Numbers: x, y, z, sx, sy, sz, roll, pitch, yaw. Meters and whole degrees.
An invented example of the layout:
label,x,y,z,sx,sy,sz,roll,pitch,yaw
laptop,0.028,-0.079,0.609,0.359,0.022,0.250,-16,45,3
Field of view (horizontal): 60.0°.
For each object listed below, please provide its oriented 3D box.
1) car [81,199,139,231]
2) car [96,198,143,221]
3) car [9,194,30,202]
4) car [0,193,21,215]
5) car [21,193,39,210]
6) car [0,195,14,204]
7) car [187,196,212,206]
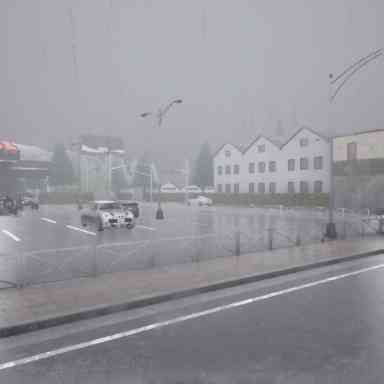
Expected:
label,x,y,z,sx,sy,sz,roll,pitch,yaw
car,-4.685,1.248,18.327,1.970,1.475,3.806,0,0,-36
car,-5.800,1.313,26.193,2.007,1.523,4.514,0,0,-36
car,-38.233,1.328,73.739,3.866,1.878,1.905,0,0,-36
car,-17.266,1.113,30.307,1.932,1.855,4.605,0,0,-36
car,-19.163,1.092,38.620,1.905,1.878,3.866,0,0,-36
car,-38.474,1.495,66.610,4.611,1.667,2.242,0,0,-36
car,1.137,1.349,49.282,1.812,1.442,4.674,0,0,-35
